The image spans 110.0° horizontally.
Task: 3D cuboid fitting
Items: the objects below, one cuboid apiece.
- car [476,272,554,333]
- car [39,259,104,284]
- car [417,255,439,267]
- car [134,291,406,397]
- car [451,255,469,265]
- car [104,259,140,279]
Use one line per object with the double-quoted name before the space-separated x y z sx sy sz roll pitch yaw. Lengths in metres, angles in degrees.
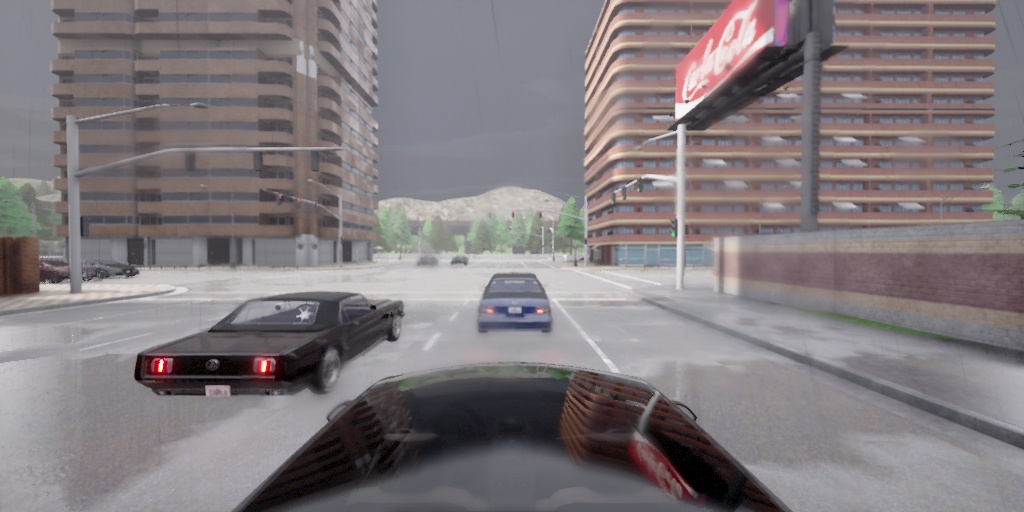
"car" 0.065 1.160 10.170 2.033 1.411 5.357 0 1 0
"car" -28.854 0.945 22.205 4.674 1.442 1.812 0 1 -1
"car" -10.654 0.604 45.563 1.994 1.385 4.181 0 1 1
"car" -3.450 1.274 6.448 1.895 1.301 4.718 0 1 0
"car" -7.142 0.542 49.383 1.994 1.385 4.181 0 1 1
"car" -29.513 0.927 25.682 4.181 1.385 1.994 0 1 0
